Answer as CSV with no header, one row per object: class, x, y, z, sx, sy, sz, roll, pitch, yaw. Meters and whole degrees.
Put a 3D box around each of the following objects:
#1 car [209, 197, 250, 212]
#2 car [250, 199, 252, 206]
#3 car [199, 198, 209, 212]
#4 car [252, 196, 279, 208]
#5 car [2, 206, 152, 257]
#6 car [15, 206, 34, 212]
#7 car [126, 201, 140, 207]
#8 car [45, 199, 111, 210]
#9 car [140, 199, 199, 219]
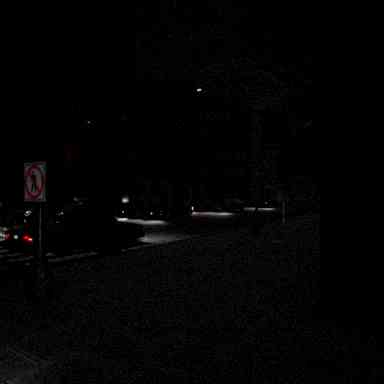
car,4.180,1.390,36.296,1.812,1.442,4.674,0,0,36
car,7.065,1.394,45.942,1.994,1.385,4.181,0,0,36
car,1.232,1.420,37.764,2.033,1.411,5.357,0,0,36
car,10.217,1.323,44.799,1.837,1.490,4.892,0,0,34
car,-4.232,1.500,12.816,2.033,1.411,5.357,0,0,35
car,-9.634,1.304,22.411,2.097,1.767,4.553,0,0,35
car,-4.644,1.480,29.471,1.994,1.385,4.181,0,0,35
car,-6.910,1.297,20.632,2.097,1.767,4.553,0,0,35
car,-1.775,1.413,27.888,1.837,1.490,4.892,0,0,35
